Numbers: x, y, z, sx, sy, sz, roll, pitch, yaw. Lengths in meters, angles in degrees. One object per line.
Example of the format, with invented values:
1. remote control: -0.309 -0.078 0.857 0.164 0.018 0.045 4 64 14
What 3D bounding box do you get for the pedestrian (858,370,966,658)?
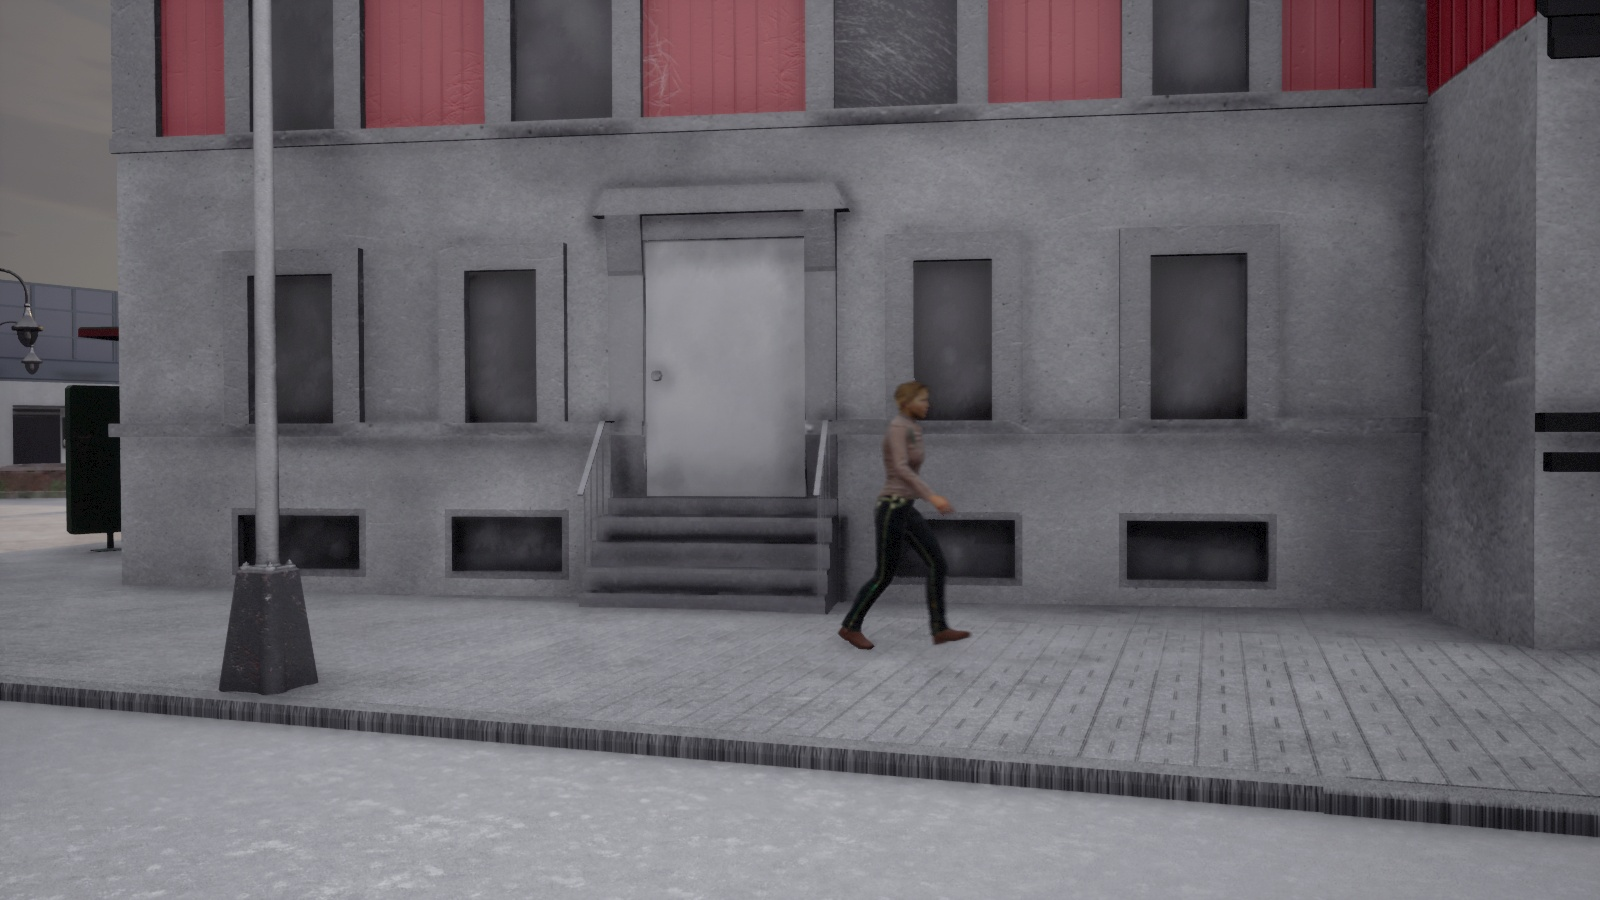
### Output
1. pedestrian: 0.741 0.406 8.303 0.634 1.846 0.331 1 1 24
